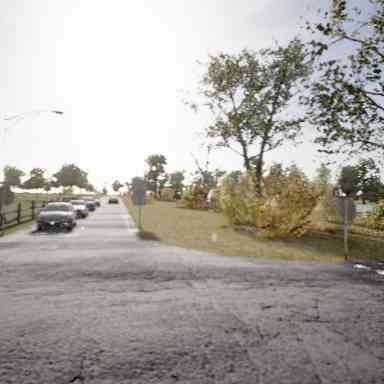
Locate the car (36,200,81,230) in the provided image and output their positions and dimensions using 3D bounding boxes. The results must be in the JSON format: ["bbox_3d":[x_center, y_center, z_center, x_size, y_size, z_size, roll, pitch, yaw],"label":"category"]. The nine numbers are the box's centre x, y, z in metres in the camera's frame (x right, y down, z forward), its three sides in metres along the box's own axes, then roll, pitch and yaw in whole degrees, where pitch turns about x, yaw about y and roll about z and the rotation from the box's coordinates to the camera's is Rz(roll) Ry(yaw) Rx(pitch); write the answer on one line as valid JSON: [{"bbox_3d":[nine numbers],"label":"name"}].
[{"bbox_3d":[-8.112,1.420,20.293,1.837,1.490,4.892,1,0,-14],"label":"car"}]

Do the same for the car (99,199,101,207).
[{"bbox_3d":[-14.594,1.455,49.321,1.994,1.385,4.181,1,0,-12],"label":"car"}]

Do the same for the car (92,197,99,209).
[{"bbox_3d":[-12.457,1.373,39.499,1.882,1.535,5.008,1,0,-13],"label":"car"}]

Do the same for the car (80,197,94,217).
[{"bbox_3d":[-10.294,1.451,29.835,2.033,1.411,5.357,1,0,-13],"label":"car"}]

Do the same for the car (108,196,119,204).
[{"bbox_3d":[-14.607,1.492,61.932,1.994,1.385,4.181,1,0,-13],"label":"car"}]
